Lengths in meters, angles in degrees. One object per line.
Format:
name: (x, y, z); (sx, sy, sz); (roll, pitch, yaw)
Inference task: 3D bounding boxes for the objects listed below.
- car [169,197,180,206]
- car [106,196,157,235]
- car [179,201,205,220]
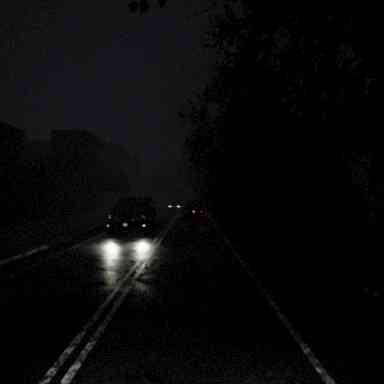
car: (-3.180, 1.713, 61.049); (1.812, 1.442, 4.674); (0, 0, 1)
car: (-3.327, 1.275, 19.343); (2.150, 2.045, 5.566); (0, 0, 0)
car: (0.143, 1.638, 29.469); (2.033, 1.411, 5.357); (0, 0, 0)
